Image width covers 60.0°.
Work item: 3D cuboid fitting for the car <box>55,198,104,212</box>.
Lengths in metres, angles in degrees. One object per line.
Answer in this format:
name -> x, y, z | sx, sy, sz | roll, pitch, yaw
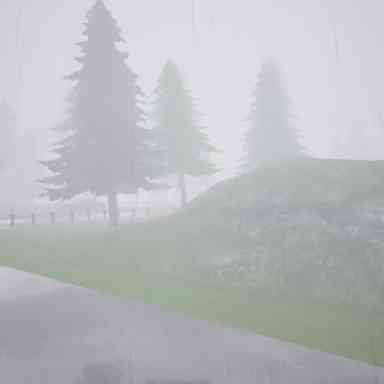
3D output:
car -> -11.397, 1.388, 33.934 | 4.902, 1.511, 2.128 | 0, 0, -43
